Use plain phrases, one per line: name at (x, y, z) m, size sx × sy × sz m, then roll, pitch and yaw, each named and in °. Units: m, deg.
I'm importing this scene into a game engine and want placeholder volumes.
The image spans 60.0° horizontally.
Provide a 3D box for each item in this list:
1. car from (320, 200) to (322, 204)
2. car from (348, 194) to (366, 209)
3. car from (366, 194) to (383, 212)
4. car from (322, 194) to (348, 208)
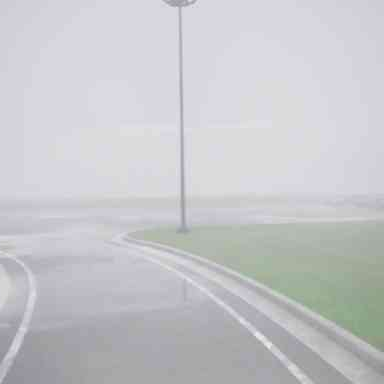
car at (17.276, 0.937, 39.007) m, size 4.181 × 1.385 × 1.994 m, roll -1°, pitch 1°, yaw -10°
car at (18.106, 0.907, 32.052) m, size 5.008 × 1.535 × 1.882 m, roll -1°, pitch 1°, yaw -10°
car at (18.370, 0.678, 28.549) m, size 5.566 × 2.045 × 2.150 m, roll -1°, pitch 1°, yaw -10°
car at (17.194, 0.957, 35.452) m, size 5.357 × 1.411 × 2.033 m, roll -1°, pitch 1°, yaw -10°
